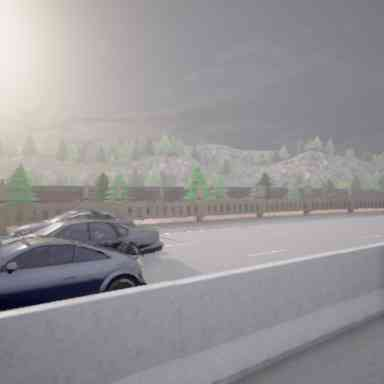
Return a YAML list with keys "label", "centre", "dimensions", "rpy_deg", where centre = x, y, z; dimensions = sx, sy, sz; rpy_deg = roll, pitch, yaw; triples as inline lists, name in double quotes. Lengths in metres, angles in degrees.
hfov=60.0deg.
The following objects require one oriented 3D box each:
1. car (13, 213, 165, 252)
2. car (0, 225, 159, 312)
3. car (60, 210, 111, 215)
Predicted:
- label: "car"
  centre: [-3.488, 1.547, 10.102]
  dimensions: [5.357, 1.411, 2.033]
  rpy_deg: [0, 0, -36]
- label: "car"
  centre: [-2.979, 1.564, 6.154]
  dimensions: [4.181, 1.385, 1.994]
  rpy_deg: [0, 0, -35]
- label: "car"
  centre: [-4.641, 1.491, 13.562]
  dimensions: [4.902, 1.511, 2.128]
  rpy_deg: [0, 0, -35]
